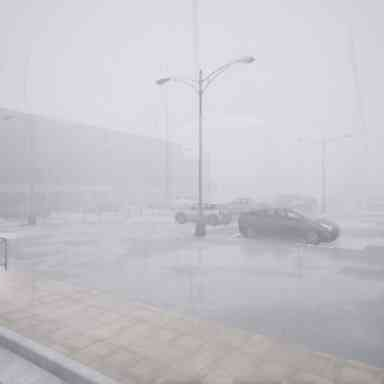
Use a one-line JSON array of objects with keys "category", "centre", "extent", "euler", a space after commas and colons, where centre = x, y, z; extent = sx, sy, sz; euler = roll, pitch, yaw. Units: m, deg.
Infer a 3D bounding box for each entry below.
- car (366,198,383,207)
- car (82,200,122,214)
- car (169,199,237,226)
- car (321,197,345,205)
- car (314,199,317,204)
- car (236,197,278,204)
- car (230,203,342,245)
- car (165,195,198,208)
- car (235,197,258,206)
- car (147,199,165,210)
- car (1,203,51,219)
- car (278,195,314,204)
[{"category": "car", "centre": [28.055, 1.576, 49.322], "extent": [3.806, 1.475, 1.970], "euler": [0, 0, 35]}, {"category": "car", "centre": [-10.302, 1.679, 38.171], "extent": [1.837, 1.490, 4.892], "euler": [0, 0, 35]}, {"category": "car", "centre": [0.731, 1.423, 22.436], "extent": [3.806, 1.475, 1.970], "euler": [0, 0, 35]}, {"category": "car", "centre": [23.710, 1.565, 56.035], "extent": [3.633, 1.501, 1.845], "euler": [0, 0, 35]}, {"category": "car", "centre": [12.883, 1.288, 40.931], "extent": [4.605, 1.855, 1.932], "euler": [0, 0, 35]}, {"category": "car", "centre": [4.167, 1.345, 27.866], "extent": [5.027, 1.636, 2.152], "euler": [0, 0, 35]}, {"category": "car", "centre": [4.378, 1.489, 15.379], "extent": [4.514, 1.523, 2.007], "euler": [0, 0, 35]}, {"category": "car", "centre": [-0.688, 1.396, 45.356], "extent": [2.150, 2.045, 5.566], "euler": [0, 0, 36]}, {"category": "car", "centre": [10.013, 1.667, 60.538], "extent": [2.128, 1.511, 4.902], "euler": [0, 0, 35]}, {"category": "car", "centre": [-4.369, 1.738, 46.546], "extent": [1.994, 1.385, 4.181], "euler": [0, 0, 36]}, {"category": "car", "centre": [-15.376, 1.739, 30.987], "extent": [1.994, 1.385, 4.181], "euler": [0, 0, 35]}, {"category": "car", "centre": [11.544, 1.268, 38.320], "extent": [3.866, 1.878, 1.905], "euler": [0, 0, 35]}]
